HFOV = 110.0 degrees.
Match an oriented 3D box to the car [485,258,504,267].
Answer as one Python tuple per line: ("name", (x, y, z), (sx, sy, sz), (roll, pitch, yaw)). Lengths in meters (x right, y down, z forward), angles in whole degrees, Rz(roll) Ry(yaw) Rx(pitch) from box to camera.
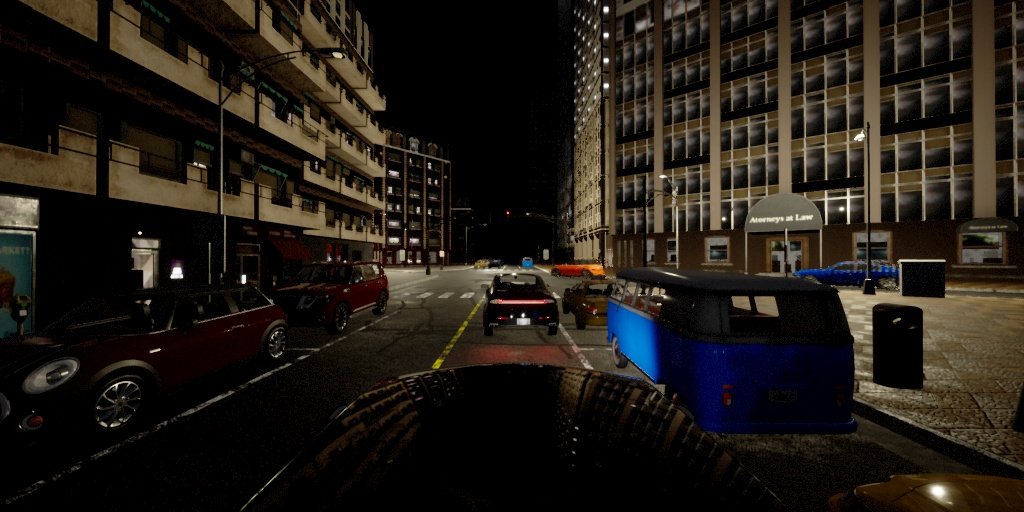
("car", (-2.804, 1.425, 58.866), (1.895, 1.301, 4.718), (0, 0, 2))

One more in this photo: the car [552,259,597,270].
("car", (5.652, 1.077, 31.565), (4.553, 1.767, 2.097), (-1, -1, 43))

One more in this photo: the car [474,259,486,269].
("car", (-5.301, 1.352, 59.607), (1.751, 1.417, 4.829), (0, 0, 0))

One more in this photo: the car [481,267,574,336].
("car", (0.135, 1.245, 10.388), (2.128, 1.511, 4.902), (0, 0, -3))

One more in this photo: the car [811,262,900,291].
("car", (18.812, 1.066, 20.068), (5.008, 1.535, 1.882), (-1, -1, 41))

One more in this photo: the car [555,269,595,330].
("car", (2.568, 1.279, 10.952), (1.751, 1.417, 4.829), (0, 0, 0))

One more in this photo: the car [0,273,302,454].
("car", (-5.314, 1.191, 5.242), (1.967, 1.591, 4.097), (0, 0, 0))

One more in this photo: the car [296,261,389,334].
("car", (-5.312, 1.068, 10.778), (2.192, 1.841, 5.009), (0, 0, 0))

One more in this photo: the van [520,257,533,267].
("van", (2.579, 1.168, 59.775), (1.690, 1.789, 3.998), (0, 0, 0))

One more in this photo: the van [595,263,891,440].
("van", (2.567, 1.092, 5.246), (1.690, 1.789, 3.998), (0, 0, 0))
